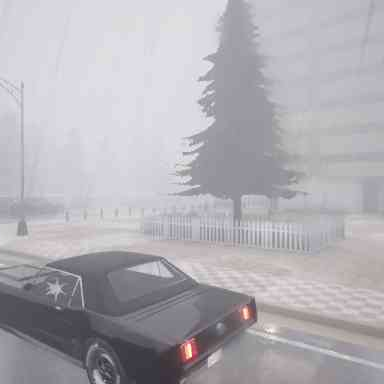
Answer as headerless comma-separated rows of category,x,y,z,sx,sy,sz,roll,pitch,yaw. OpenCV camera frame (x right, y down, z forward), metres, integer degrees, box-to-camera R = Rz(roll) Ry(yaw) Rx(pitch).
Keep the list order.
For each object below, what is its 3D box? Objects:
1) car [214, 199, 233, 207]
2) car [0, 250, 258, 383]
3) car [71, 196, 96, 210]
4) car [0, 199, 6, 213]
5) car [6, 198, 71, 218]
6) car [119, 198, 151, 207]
car,5.052,1.526,50.910,1.812,1.442,4.674,0,0,36
car,-1.538,1.601,5.108,4.718,1.301,1.895,0,0,36
car,-14.505,1.352,42.068,2.097,1.767,4.553,0,0,36
car,-20.406,1.478,33.896,1.882,1.535,5.008,0,0,36
car,-13.976,1.352,30.515,2.097,1.767,4.553,0,0,36
car,-8.490,1.547,50.392,2.033,1.411,5.357,0,0,36
